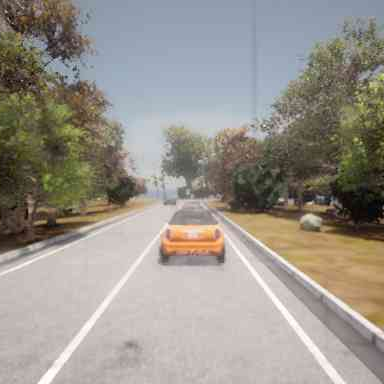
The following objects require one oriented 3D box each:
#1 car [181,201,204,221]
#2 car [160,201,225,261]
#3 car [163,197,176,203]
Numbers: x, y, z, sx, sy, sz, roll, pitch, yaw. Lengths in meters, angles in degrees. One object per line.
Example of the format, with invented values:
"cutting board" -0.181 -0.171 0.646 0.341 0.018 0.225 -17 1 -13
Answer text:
"car" 0.041 1.543 28.276 1.812 1.442 4.674 0 0 0
"car" 0.041 1.378 12.508 2.097 1.767 4.553 0 0 0
"car" -3.592 1.544 54.738 1.994 1.385 4.181 0 0 0
